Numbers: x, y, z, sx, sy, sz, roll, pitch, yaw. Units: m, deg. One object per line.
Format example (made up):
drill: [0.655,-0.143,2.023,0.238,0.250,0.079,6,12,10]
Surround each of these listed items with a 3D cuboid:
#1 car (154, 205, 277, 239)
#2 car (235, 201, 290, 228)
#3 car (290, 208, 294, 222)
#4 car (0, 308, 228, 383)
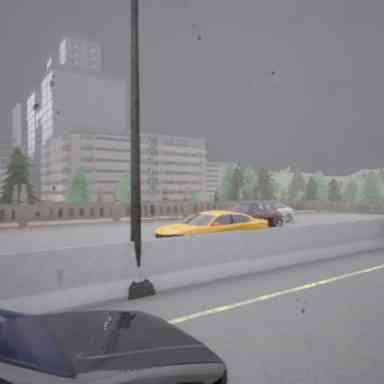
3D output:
car: [0.879,1.499,13.219,5.008,1.535,1.882,0,0,-35]
car: [3.140,1.387,19.131,4.553,1.767,2.097,0,0,-35]
car: [5.892,1.575,25.394,4.674,1.442,1.812,0,0,-35]
car: [-2.206,1.546,2.175,5.357,1.411,2.033,0,0,-36]
